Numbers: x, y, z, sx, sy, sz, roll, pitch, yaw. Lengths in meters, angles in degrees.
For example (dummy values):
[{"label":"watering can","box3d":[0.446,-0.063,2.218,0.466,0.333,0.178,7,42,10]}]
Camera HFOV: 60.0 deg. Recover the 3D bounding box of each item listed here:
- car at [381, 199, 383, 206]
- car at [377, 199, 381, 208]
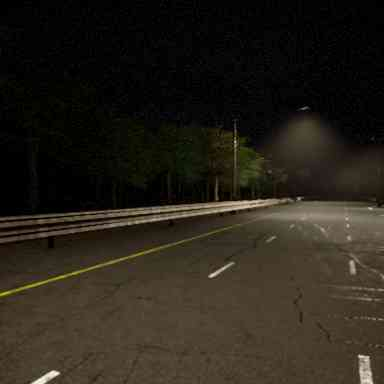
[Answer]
[{"label":"car","box3d":[24.290,1.806,39.901,1.882,1.535,5.008,0,0,25]},{"label":"car","box3d":[33.476,1.986,57.883,1.837,1.490,4.892,0,-1,32]}]
